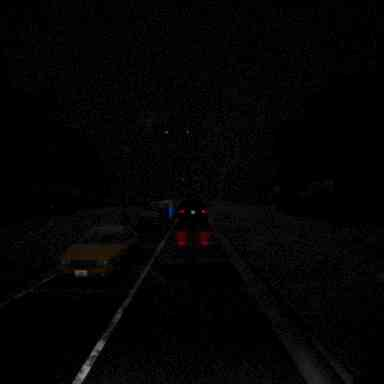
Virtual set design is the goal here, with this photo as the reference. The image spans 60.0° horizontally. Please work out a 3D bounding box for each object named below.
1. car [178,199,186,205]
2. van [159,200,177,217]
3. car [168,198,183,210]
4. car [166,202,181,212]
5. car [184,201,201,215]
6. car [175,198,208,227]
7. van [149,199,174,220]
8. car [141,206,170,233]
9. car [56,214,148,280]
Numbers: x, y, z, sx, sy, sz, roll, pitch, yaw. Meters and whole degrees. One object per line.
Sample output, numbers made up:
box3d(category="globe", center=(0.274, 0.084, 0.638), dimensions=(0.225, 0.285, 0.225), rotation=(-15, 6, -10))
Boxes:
box3d(category="car", center=(-2.724, 2.680, 92.369), dimensions=(1.967, 1.590, 4.097), rotation=(0, -1, 0))
box3d(category="van", center=(-2.672, 1.794, 37.835), dimensions=(1.690, 1.788, 3.998), rotation=(0, -1, 0))
box3d(category="car", center=(-2.687, 1.977, 54.226), dimensions=(2.192, 1.841, 5.009), rotation=(0, -1, 0))
box3d(category="car", center=(-2.682, 2.141, 48.760), dimensions=(2.008, 1.369, 4.403), rotation=(0, -1, 0))
box3d(category="car", center=(0.061, 1.998, 42.064), dimensions=(2.128, 1.511, 4.902), rotation=(0, -1, 0))
box3d(category="car", center=(0.077, 1.520, 25.459), dimensions=(2.150, 2.045, 5.566), rotation=(0, -1, 0))
box3d(category="van", center=(-2.663, 1.658, 26.907), dimensions=(1.690, 1.788, 3.998), rotation=(0, -1, 0))
box3d(category="car", center=(-2.658, 1.830, 21.440), dimensions=(1.802, 1.307, 4.206), rotation=(0, -1, 0))
box3d(category="car", center=(-2.647, 1.640, 10.345), dimensions=(1.752, 1.417, 4.829), rotation=(0, -1, 0))
